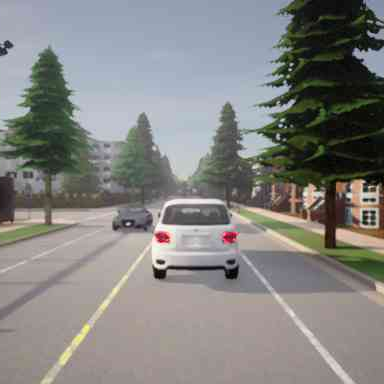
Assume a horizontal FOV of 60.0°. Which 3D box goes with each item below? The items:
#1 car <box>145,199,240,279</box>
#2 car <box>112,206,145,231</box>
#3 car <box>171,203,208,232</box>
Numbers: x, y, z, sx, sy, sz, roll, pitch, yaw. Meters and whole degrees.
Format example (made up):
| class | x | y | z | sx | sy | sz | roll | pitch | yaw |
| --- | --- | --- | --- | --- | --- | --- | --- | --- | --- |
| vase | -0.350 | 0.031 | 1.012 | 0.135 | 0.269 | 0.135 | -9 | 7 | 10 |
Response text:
| class | x | y | z | sx | sy | sz | roll | pitch | yaw |
| --- | --- | --- | --- | --- | --- | --- | --- | --- | --- |
| car | 0.098 | 1.216 | 10.152 | 2.150 | 2.045 | 5.566 | 0 | 0 | 0 |
| car | -3.500 | 1.572 | 20.272 | 1.994 | 1.385 | 4.181 | 0 | 0 | 0 |
| car | -0.269 | 1.522 | 21.016 | 1.812 | 1.442 | 4.674 | 0 | 0 | -7 |
